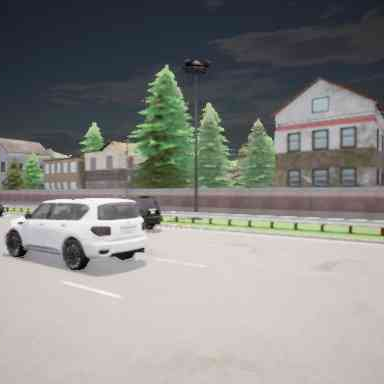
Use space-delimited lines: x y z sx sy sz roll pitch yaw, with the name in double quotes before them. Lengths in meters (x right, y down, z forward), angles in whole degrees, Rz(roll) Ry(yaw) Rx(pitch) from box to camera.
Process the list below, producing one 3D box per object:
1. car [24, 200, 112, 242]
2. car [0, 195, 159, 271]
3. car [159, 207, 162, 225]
"car" -6.473 1.355 17.205 4.553 1.767 2.097 0 0 35
"car" -4.009 1.223 11.149 5.566 2.045 2.150 0 0 36
"car" -4.356 1.224 19.995 5.566 2.045 2.150 0 0 35
